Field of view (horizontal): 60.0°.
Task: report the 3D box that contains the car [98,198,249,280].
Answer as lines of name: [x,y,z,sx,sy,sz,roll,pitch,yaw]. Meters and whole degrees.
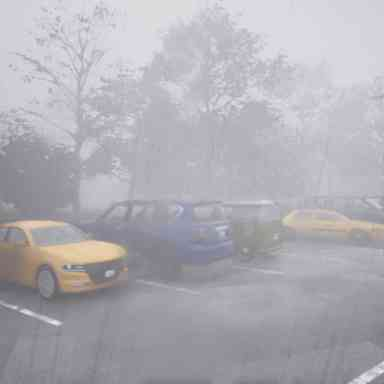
car: [-1.414,1.234,10.203,5.566,2.045,2.435,-1,0,34]

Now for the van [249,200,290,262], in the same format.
van: [0.924,1.254,11.964,4.442,1.987,1.878,-1,0,35]

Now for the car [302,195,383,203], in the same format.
car: [8.280,1.201,17.047,5.566,2.045,2.435,-1,-1,35]

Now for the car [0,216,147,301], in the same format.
car: [-3.798,1.489,8.476,5.008,1.535,2.097,-1,-1,34]

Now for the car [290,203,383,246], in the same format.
car: [6.004,1.456,15.250,5.366,1.575,1.946,-1,-1,34]
